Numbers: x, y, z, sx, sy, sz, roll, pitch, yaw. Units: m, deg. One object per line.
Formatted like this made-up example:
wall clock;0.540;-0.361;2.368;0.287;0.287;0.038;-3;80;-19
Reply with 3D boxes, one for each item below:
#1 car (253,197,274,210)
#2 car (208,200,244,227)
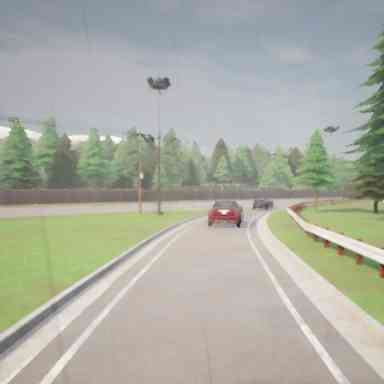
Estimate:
car;8.961;1.400;41.526;2.128;1.511;4.902;0;0;26
car;2.389;1.301;22.661;2.097;1.767;4.553;0;0;11
